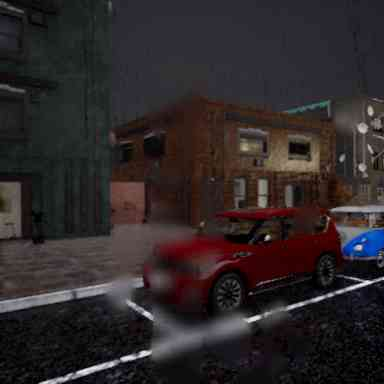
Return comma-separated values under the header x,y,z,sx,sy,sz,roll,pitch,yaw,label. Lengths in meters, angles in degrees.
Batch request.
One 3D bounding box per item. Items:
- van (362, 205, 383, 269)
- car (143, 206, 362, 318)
x,y,z,sx,sy,sz,roll,pitch,yaw,label
5.936,1.335,10.803,3.998,1.788,1.690,0,0,-36,van
1.420,1.312,7.579,5.009,1.841,2.192,0,0,-36,car
